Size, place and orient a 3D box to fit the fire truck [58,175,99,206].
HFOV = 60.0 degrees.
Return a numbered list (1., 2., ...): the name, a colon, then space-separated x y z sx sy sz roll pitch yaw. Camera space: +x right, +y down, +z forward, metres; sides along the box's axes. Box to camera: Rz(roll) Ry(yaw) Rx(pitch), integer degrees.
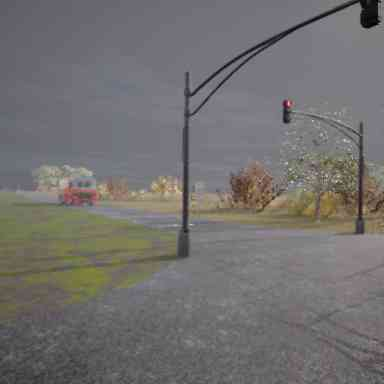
1. fire truck: -14.537 -0.230 41.985 2.891 3.827 8.468 2 0 -32
